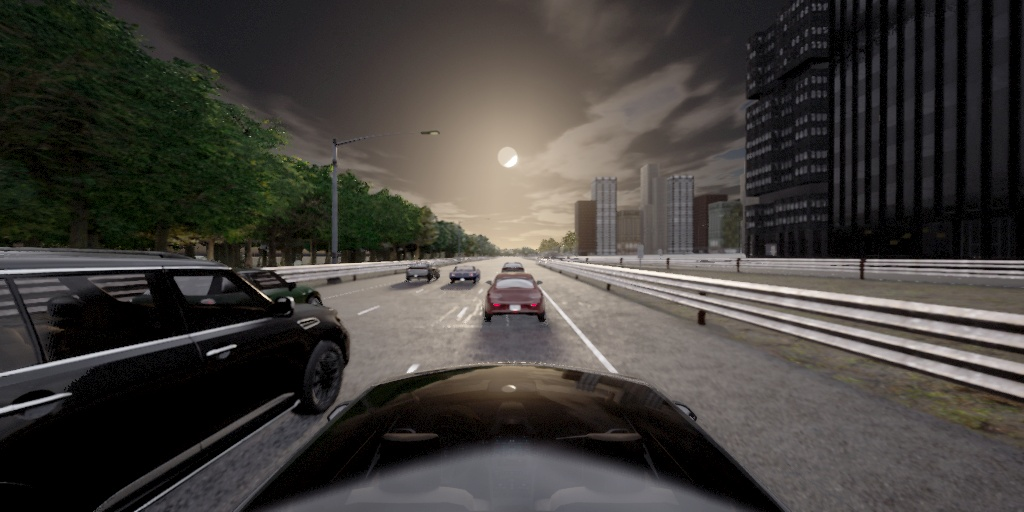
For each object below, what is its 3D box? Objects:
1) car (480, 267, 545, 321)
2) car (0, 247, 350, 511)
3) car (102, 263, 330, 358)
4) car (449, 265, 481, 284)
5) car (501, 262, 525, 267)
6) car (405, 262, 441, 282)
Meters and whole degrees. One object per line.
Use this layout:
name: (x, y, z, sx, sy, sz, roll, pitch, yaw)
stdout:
car: (0.081, 1.267, 12.256, 1.812, 1.442, 4.674, 0, 0, 0)
car: (-3.402, 0.970, 2.811, 2.150, 2.045, 5.566, 0, 0, 0)
car: (-6.906, 1.096, 9.233, 2.097, 1.767, 4.553, 0, 0, 0)
car: (-3.415, 1.330, 26.964, 1.895, 1.301, 4.718, 0, 0, 0)
car: (0.083, 1.205, 29.845, 1.882, 1.535, 5.008, 0, 0, 0)
car: (-6.915, 1.220, 28.231, 2.128, 1.511, 4.902, 0, 0, 0)
